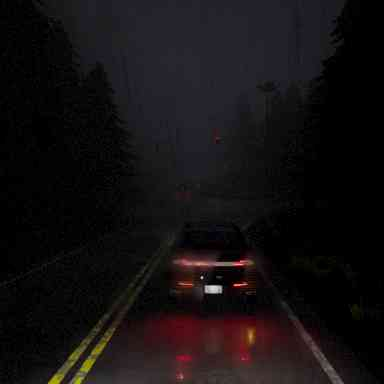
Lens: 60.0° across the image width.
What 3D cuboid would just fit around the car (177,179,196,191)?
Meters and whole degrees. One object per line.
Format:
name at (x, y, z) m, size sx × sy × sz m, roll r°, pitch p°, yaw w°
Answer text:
car at (-0.697, -1.068, 45.246) m, size 1.812 × 1.442 × 4.674 m, roll 1°, pitch 9°, yaw 14°

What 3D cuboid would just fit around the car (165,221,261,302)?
car at (0.449, 1.466, 8.191) m, size 2.128 × 1.511 × 4.902 m, roll 0°, pitch 0°, yaw 2°
